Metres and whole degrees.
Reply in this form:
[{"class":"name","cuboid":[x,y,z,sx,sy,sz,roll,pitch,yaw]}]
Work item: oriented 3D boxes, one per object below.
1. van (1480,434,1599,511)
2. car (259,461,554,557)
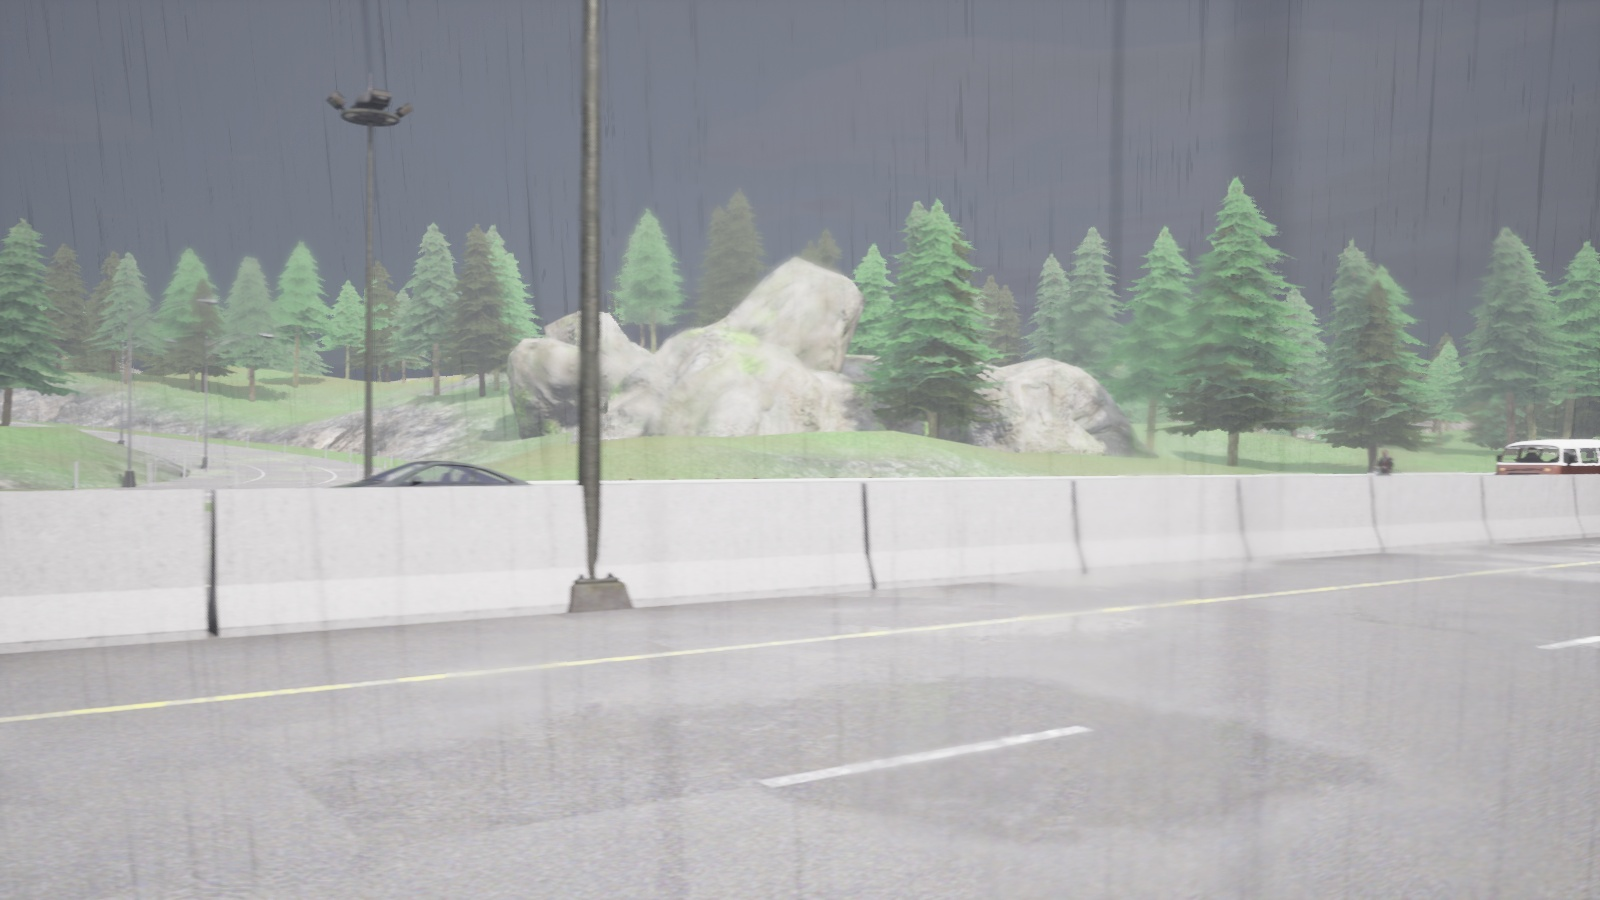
[{"class":"van","cuboid":[21.510,0.612,35.686,4.480,2.038,2.069,0,0,-35]},{"class":"car","cuboid":[-6.389,0.890,20.531,4.181,1.385,1.994,0,0,-35]}]
